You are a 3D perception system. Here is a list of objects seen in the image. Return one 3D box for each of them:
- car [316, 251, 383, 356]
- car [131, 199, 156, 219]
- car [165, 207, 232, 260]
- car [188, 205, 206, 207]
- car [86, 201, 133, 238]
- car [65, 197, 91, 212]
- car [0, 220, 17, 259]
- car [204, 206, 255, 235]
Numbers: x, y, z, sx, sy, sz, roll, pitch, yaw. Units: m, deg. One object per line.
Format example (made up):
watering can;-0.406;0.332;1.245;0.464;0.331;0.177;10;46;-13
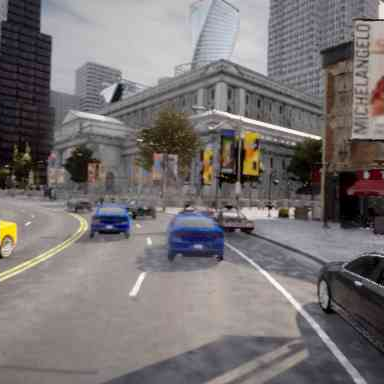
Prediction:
car;3.430;1.643;5.050;1.837;1.490;4.892;2;0;3
car;-4.814;1.402;30.073;2.097;1.767;4.553;2;0;-24
car;-0.003;1.562;12.835;1.882;1.535;5.008;2;0;-5
car;0.416;1.702;25.680;2.002;1.452;4.674;2;0;-20
car;-4.269;1.463;17.724;1.882;1.535;5.008;2;0;-11
car;-12.347;1.364;36.152;1.837;1.490;4.892;3;-1;-35
car;-6.773;1.331;9.180;1.882;1.535;5.008;2;-1;-2
car;2.122;1.793;20.210;1.895;1.301;4.718;2;0;-10
